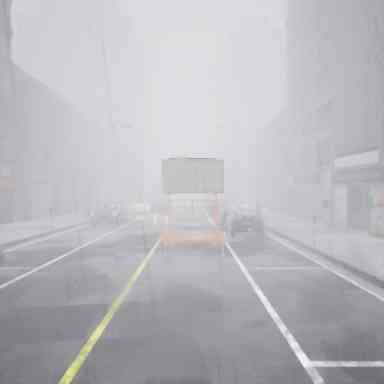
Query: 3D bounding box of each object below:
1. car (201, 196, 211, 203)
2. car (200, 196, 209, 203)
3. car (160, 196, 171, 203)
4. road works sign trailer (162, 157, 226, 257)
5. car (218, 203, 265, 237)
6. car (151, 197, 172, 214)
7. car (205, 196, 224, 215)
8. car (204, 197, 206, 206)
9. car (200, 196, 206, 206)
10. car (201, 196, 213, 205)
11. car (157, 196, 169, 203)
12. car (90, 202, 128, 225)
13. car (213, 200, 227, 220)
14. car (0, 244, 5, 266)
[{"bbox_3d":[2.737,1.551,67.464,1.887,1.381,4.507,-1,0,0],"label":"car"},{"bbox_3d":[2.736,1.554,72.969,1.887,1.381,4.507,-1,0,0],"label":"car"},{"bbox_3d":[-5.789,1.554,72.967,1.887,1.381,4.507,-1,0,0],"label":"car"},{"bbox_3d":[0.022,0.458,13.019,2.380,3.560,2.880,0,0,-3],"label":"road works sign trailer"},{"bbox_3d":[2.749,1.544,17.917,2.008,1.369,4.403,-1,0,0],"label":"car"},{"bbox_3d":[-3.100,1.557,34.741,1.994,1.385,4.181,0,0,0],"label":"car"},{"bbox_3d":[2.743,1.433,34.433,1.967,1.590,4.097,-1,0,0],"label":"car"},{"bbox_3d":[2.743,1.539,39.938,1.887,1.381,4.507,-1,0,0],"label":"car"},{"bbox_3d":[2.740,1.566,56.454,1.947,1.339,4.313,-1,0,0],"label":"car"},{"bbox_3d":[2.738,1.548,61.958,1.887,1.381,4.507,-1,0,0],"label":"car"},{"bbox_3d":[-5.788,1.557,67.462,2.008,1.369,4.403,-1,0,0],"label":"car"},{"bbox_3d":[-5.779,1.432,23.421,1.967,1.590,4.097,-1,0,0],"label":"car"},{"bbox_3d":[2.747,1.537,23.422,1.887,1.381,4.507,-1,0,0],"label":"car"},{"bbox_3d":[-5.774,1.521,6.735,1.752,1.417,4.829,-1,0,0],"label":"car"}]
